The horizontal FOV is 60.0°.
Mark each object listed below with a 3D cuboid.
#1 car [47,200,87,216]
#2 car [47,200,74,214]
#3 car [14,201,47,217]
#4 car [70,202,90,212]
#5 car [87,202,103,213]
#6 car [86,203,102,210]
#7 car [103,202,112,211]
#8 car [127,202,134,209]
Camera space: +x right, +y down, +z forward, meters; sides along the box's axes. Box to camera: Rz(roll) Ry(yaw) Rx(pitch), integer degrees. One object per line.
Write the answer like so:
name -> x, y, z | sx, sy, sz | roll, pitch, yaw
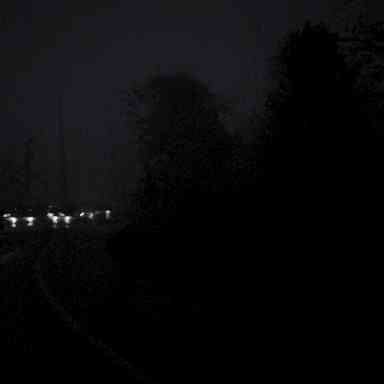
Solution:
car -> -13.484, 1.876, 36.312 | 2.033, 1.411, 5.357 | 0, -2, -3
car -> -17.448, 1.919, 44.334 | 2.097, 1.767, 4.553 | 0, -2, -4
car -> -16.931, 1.767, 35.224 | 1.882, 1.535, 5.008 | 0, -2, -3
car -> -17.966, 2.352, 53.417 | 1.837, 1.490, 4.892 | 0, -2, -3
car -> -14.030, 2.174, 45.509 | 1.994, 1.385, 4.181 | 0, -2, -3
car -> -18.621, 2.755, 63.430 | 1.895, 1.301, 4.718 | 0, -2, -4
car -> -14.597, 2.450, 55.742 | 1.812, 1.442, 4.674 | 0, -2, -4
car -> -11.780, 2.733, 65.977 | 2.128, 1.511, 4.902 | 0, -2, -4
